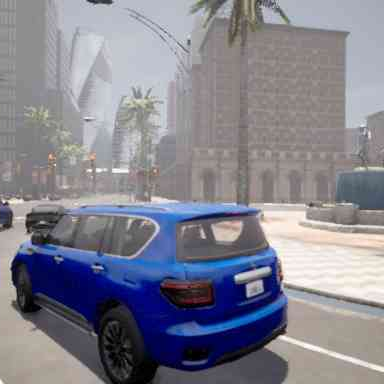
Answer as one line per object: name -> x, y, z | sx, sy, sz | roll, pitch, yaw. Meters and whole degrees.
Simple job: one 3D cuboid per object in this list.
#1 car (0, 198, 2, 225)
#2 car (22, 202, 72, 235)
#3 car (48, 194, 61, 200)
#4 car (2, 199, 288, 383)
car -> -11.526, 1.139, 18.100 | 2.150, 2.045, 5.566 | 1, 0, -15
car -> -8.261, 1.427, 19.380 | 1.882, 1.535, 5.008 | 1, 0, -15
car -> -31.920, 1.312, 77.422 | 2.161, 1.482, 4.786 | 1, 0, -10
car -> -1.168, 1.210, 5.610 | 2.150, 2.045, 5.566 | 1, -1, -44
